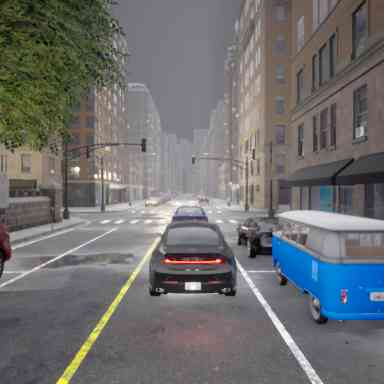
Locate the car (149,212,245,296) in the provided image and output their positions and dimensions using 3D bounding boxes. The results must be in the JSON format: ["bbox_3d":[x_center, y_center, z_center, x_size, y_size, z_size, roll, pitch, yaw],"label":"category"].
[{"bbox_3d":[0.011,1.503,8.610,1.837,1.490,4.892,0,0,0],"label":"car"}]

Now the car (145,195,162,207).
[{"bbox_3d":[-6.037,1.496,50.282,1.752,1.417,4.829,0,0,0],"label":"car"}]

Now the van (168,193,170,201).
[{"bbox_3d":[-6.200,1.309,72.254,1.690,1.788,3.998,0,0,0],"label":"van"}]

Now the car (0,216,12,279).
[{"bbox_3d":[-5.715,1.314,6.764,2.192,1.841,5.009,0,0,0],"label":"car"}]

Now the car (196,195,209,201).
[{"bbox_3d":[2.365,1.408,66.903,1.967,1.590,4.097,0,0,0],"label":"car"}]

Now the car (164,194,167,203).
[{"bbox_3d":[-6.119,1.512,61.353,1.887,1.381,4.507,0,0,0],"label":"car"}]

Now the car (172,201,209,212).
[{"bbox_3d":[-0.097,1.471,18.106,1.882,1.535,5.008,0,0,0],"label":"car"}]

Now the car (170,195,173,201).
[{"bbox_3d":[-6.240,1.520,77.705,2.008,1.369,4.403,0,0,0],"label":"car"}]

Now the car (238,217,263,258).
[{"bbox_3d":[2.768,1.563,12.528,1.947,1.339,4.313,0,0,0],"label":"car"}]

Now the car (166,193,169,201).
[{"bbox_3d":[-6.159,1.512,66.804,1.887,1.381,4.507,0,0,0],"label":"car"}]

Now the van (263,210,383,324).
[{"bbox_3d":[2.810,1.340,6.867,1.690,1.788,3.998,0,0,0],"label":"van"}]

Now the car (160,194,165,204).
[{"bbox_3d":[-6.078,1.520,55.902,2.008,1.369,4.403,0,0,0],"label":"car"}]
